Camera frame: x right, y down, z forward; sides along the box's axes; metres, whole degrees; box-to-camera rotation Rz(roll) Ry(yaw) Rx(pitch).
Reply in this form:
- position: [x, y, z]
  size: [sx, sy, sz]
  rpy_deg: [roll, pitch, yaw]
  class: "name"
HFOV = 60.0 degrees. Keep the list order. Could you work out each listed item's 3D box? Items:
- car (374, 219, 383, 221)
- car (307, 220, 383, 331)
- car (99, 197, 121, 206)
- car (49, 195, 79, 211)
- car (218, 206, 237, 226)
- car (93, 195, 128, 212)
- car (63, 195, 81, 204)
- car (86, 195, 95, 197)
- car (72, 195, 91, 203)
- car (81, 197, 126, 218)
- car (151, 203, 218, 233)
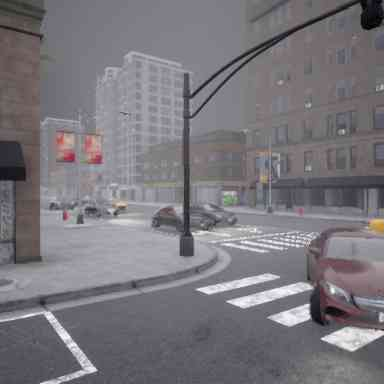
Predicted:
- position: [8.965, 1.473, 11.760]
  size: [1.882, 1.535, 5.008]
  rpy_deg: [0, 0, -36]
  class: "car"
- position: [3.461, 1.528, 6.933]
  size: [1.812, 1.442, 4.674]
  rpy_deg: [1, 0, 16]
  class: "car"
- position: [-13.470, 1.513, 54.307]
  size: [1.895, 1.301, 4.718]
  rpy_deg: [0, 0, -36]
  class: "car"
- position: [-15.968, 1.292, 40.811]
  size: [2.097, 1.767, 4.553]
  rpy_deg: [0, 0, -35]
  class: "car"
- position: [1.040, 1.498, 22.749]
  size: [1.812, 1.442, 4.674]
  rpy_deg: [0, 0, -36]
  class: "car"
- position: [-8.745, 1.425, 36.320]
  size: [1.882, 1.535, 5.008]
  rpy_deg: [0, 0, -36]
  class: "car"
- position: [-21.710, 1.407, 60.181]
  size: [1.837, 1.490, 4.892]
  rpy_deg: [0, 0, -36]
  class: "car"
- position: [-16.039, 1.270, 52.316]
  size: [2.097, 1.767, 4.553]
  rpy_deg: [0, 0, -36]
  class: "car"
- position: [-22.044, 1.436, 66.192]
  size: [2.033, 1.411, 5.357]
  rpy_deg: [0, 0, -36]
  class: "car"
- position: [-8.158, 1.452, 29.945]
  size: [2.128, 1.511, 4.902]
  rpy_deg: [0, 0, -35]
  class: "car"
- position: [-0.794, 1.505, 19.737]
  size: [1.812, 1.442, 4.674]
  rpy_deg: [0, 0, -35]
  class: "car"
